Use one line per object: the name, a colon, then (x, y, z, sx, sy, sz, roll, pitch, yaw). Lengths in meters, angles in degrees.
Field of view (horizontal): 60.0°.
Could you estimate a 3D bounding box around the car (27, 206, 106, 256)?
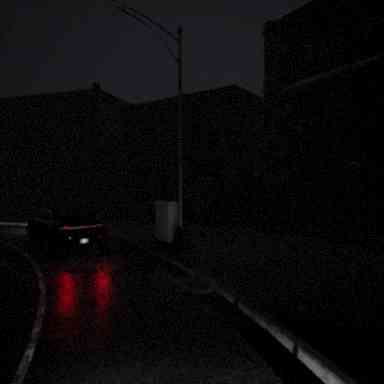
car: (-4.827, 1.285, 12.443, 2.128, 1.511, 4.902, -1, 2, -36)
